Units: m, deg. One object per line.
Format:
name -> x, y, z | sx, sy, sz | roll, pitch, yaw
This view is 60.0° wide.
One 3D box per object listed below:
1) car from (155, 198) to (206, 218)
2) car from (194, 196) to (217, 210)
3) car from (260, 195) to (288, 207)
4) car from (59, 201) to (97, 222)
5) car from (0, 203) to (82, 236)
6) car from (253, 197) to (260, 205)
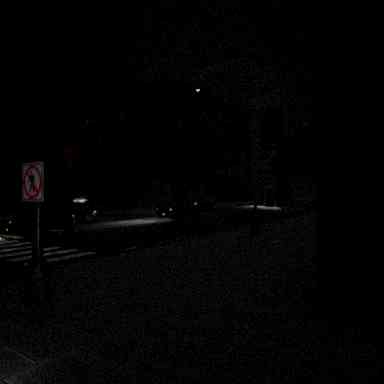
car -> -1.060, 1.503, 29.020 | 1.895, 1.301, 4.718 | 0, 0, 35
car -> 0.915, 1.226, 37.431 | 2.097, 1.767, 4.553 | 0, 0, 35
car -> 11.859, 1.158, 47.181 | 2.097, 1.767, 4.553 | 0, 0, 36
car -> -8.986, 1.452, 23.439 | 1.837, 1.490, 4.892 | 0, 0, 35
car -> -8.561, 1.521, 18.286 | 1.994, 1.385, 4.181 | 0, 0, 33
car -> 11.055, 1.411, 51.611 | 1.994, 1.385, 4.181 | 0, 0, 35
